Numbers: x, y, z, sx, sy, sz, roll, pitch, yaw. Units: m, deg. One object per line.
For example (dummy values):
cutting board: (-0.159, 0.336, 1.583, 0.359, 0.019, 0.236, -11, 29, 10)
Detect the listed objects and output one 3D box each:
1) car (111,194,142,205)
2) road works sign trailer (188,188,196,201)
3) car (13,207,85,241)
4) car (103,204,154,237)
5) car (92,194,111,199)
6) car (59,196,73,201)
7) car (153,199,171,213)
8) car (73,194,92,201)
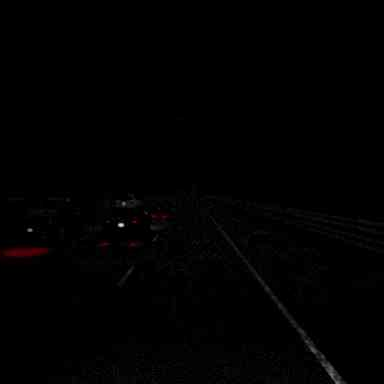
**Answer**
car: (-6.928, 1.271, 36.522, 2.150, 2.045, 5.566, 0, 0, 0)
road works sign trailer: (-0.073, 0.710, 93.814, 2.380, 3.560, 2.880, 0, 0, 0)
car: (-6.912, 1.481, 16.666, 1.882, 1.535, 5.008, 0, 0, 0)
car: (-3.413, 1.569, 17.999, 1.994, 1.385, 4.181, 0, 0, 0)
car: (-17.551, 1.375, 66.563, 2.150, 2.045, 5.566, 0, 0, 0)
car: (-24.550, 1.505, 65.743, 2.097, 1.767, 4.553, 0, 0, 0)
car: (-3.429, 1.543, 37.262, 2.128, 1.511, 4.902, 0, 0, 0)
car: (-21.050, 1.375, 65.687, 2.150, 2.045, 5.566, 0, 0, 0)
